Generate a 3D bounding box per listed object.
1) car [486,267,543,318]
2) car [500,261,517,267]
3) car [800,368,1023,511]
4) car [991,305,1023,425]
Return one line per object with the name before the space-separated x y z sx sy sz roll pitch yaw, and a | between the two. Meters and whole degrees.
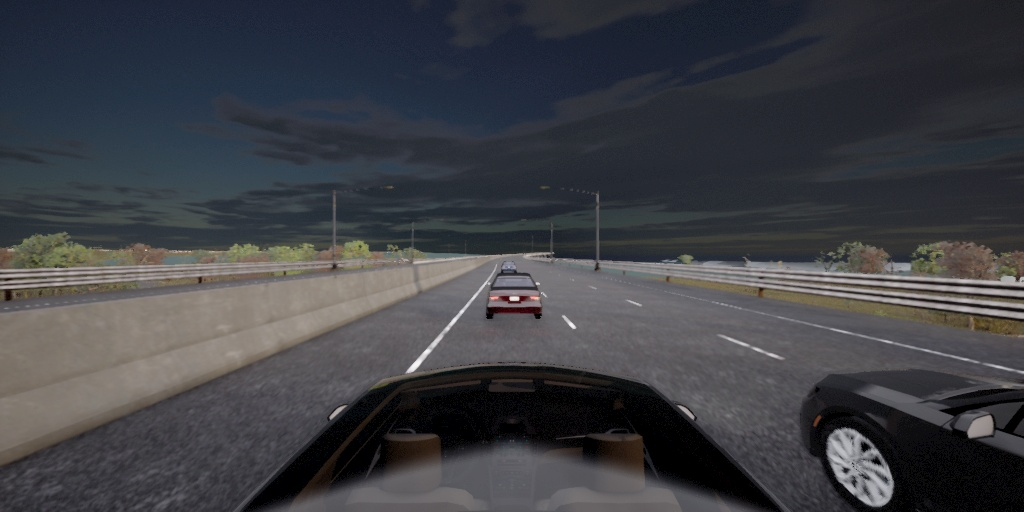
car | 0.051 1.297 13.018 2.033 1.411 5.357 0 0 0
car | -0.387 1.276 42.036 2.033 1.411 5.357 0 0 -1
car | 3.592 1.254 1.323 1.837 1.490 4.892 0 0 0
car | 7.090 1.312 2.471 1.994 1.385 4.181 0 0 0
